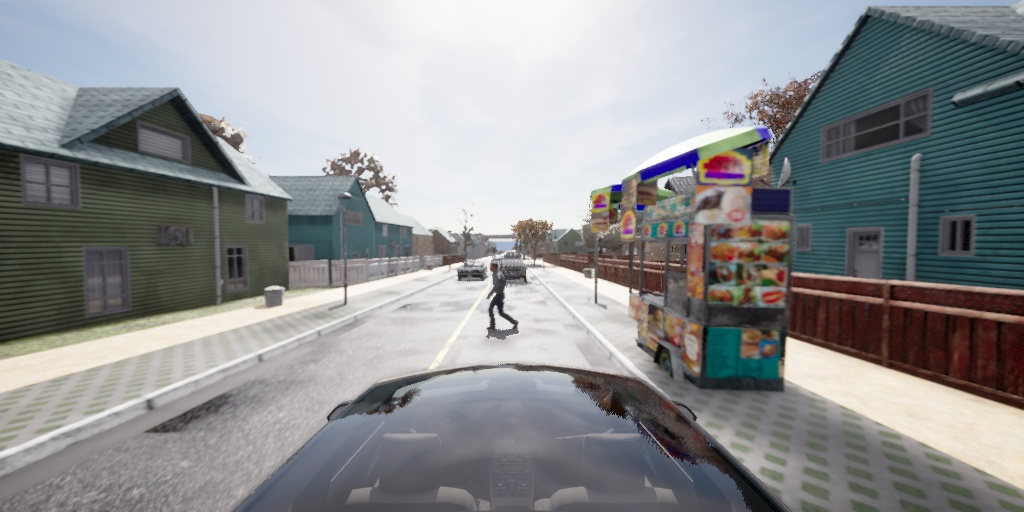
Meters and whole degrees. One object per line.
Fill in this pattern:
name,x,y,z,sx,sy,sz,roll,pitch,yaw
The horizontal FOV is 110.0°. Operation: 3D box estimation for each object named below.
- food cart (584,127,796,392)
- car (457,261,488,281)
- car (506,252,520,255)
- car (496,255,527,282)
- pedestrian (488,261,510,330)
food cart,3.010,0.157,6.629,2.280,3.560,4.660,0,0,0
car,-2.845,1.062,26.451,1.895,1.301,4.718,0,1,0
car,0.096,0.461,45.818,2.150,2.045,5.566,0,0,0
car,0.079,0.948,25.598,1.882,1.535,5.008,0,1,0
pedestrian,-0.347,0.956,9.130,0.375,1.860,0.375,-2,2,-5
